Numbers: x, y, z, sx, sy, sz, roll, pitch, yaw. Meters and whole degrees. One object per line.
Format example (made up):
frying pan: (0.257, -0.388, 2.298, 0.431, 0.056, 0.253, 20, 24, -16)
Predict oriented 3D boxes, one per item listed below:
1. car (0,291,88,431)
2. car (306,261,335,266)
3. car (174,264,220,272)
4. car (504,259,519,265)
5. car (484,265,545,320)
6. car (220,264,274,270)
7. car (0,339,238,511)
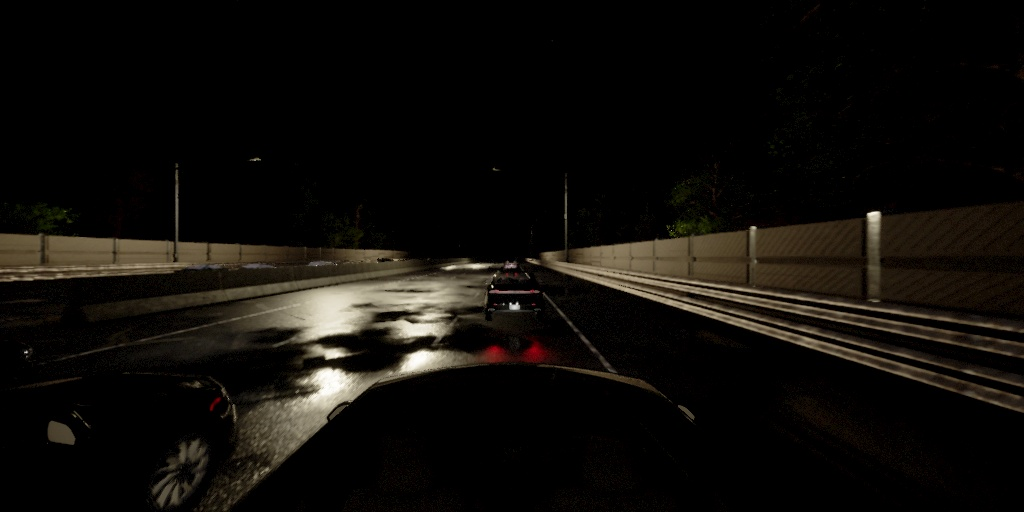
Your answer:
car: (-6.907, 1.243, 2.487, 2.128, 1.511, 4.902, 0, 0, 0)
car: (-17.703, 1.250, 32.881, 2.128, 1.511, 4.902, 0, 0, 0)
car: (-24.687, 1.323, 28.618, 1.994, 1.385, 4.181, 0, 0, 0)
car: (-0.056, 1.188, 44.484, 2.033, 1.649, 4.856, 0, 0, 0)
car: (0.068, 1.244, 12.620, 2.128, 1.511, 4.902, 0, 0, 0)
car: (-21.191, 1.323, 29.547, 1.994, 1.385, 4.181, 0, 0, 0)
car: (-3.407, 1.255, 1.255, 1.837, 1.490, 4.892, 0, 0, 0)
